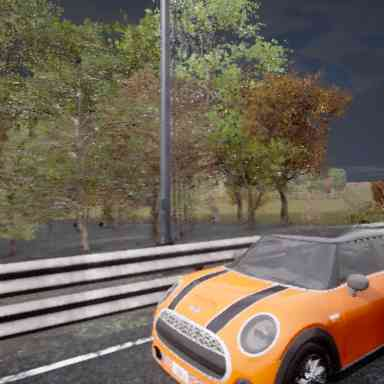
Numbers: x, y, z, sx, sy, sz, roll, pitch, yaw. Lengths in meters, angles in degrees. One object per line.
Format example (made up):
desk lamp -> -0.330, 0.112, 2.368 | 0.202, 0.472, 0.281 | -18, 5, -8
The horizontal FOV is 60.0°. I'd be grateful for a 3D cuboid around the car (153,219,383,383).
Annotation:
car -> 1.702, 1.351, 4.900 | 4.553, 1.767, 2.097 | 0, 0, -36
